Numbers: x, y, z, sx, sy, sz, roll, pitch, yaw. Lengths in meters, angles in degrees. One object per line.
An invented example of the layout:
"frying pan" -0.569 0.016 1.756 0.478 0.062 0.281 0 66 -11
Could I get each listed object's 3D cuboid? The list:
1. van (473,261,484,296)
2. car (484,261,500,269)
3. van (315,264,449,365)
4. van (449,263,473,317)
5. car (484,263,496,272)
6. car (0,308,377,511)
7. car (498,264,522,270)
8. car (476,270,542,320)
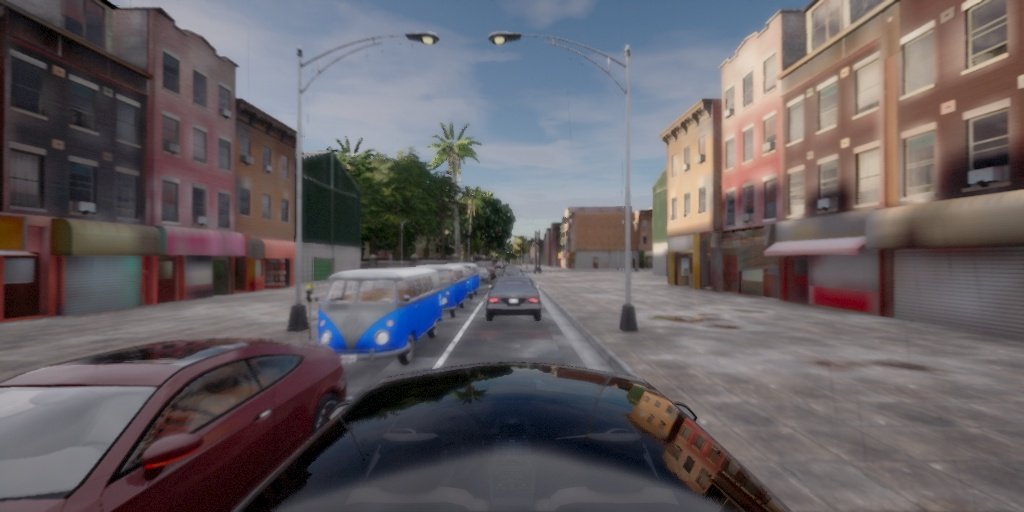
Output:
"van" -2.643 1.258 18.810 1.690 1.789 3.998 0 0 0
"car" -2.650 1.396 35.201 2.192 1.841 5.009 0 0 0
"van" -2.639 1.151 7.882 1.690 1.789 3.998 0 0 0
"van" -2.641 1.204 13.346 1.690 1.789 3.998 0 0 0
"car" -2.647 1.575 29.738 2.007 1.370 4.403 0 0 0
"car" -2.637 1.339 2.418 1.802 1.307 4.207 0 0 0
"car" 0.070 1.637 30.957 1.895 1.301 4.718 0 -1 0
"car" 0.062 1.410 13.193 2.033 1.411 5.357 0 -1 0
